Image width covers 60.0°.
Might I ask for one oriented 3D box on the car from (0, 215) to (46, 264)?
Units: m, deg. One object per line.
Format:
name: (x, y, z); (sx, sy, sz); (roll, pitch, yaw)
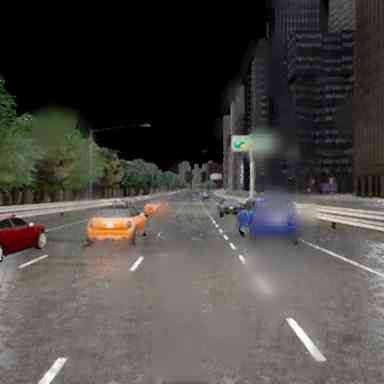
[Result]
car: (-6.917, 1.531, 11.718); (1.882, 1.535, 5.008); (0, 0, 0)

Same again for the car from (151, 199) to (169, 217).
car: (-3.386, 1.479, 32.664); (2.097, 1.767, 4.553); (0, 0, 0)

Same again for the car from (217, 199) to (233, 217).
car: (3.614, 1.480, 32.679); (2.097, 1.767, 4.553); (0, 0, 0)

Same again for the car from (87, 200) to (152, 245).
car: (-3.413, 1.424, 16.001); (2.097, 1.767, 4.553); (0, 0, 0)

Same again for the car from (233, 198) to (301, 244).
car: (3.588, 1.295, 16.352); (2.150, 2.045, 5.566); (0, 0, 0)

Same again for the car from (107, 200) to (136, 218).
car: (-6.884, 1.633, 33.027); (1.837, 1.490, 4.892); (0, 0, 0)
